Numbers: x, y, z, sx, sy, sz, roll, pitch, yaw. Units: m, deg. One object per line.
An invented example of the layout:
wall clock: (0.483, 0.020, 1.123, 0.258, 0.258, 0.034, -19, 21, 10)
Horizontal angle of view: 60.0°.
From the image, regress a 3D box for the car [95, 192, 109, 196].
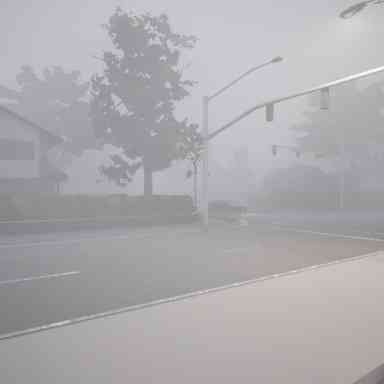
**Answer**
car: (-20.412, 1.049, 75.266, 2.150, 2.045, 5.566, 0, 0, -36)

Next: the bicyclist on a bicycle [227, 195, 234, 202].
bicyclist on a bicycle: (5.913, 1.303, 51.108, 1.656, 1.620, 0.582, 0, 0, -36)

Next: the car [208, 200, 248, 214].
car: (3.613, 1.547, 36.546, 2.033, 1.411, 5.357, 0, 0, -36)
